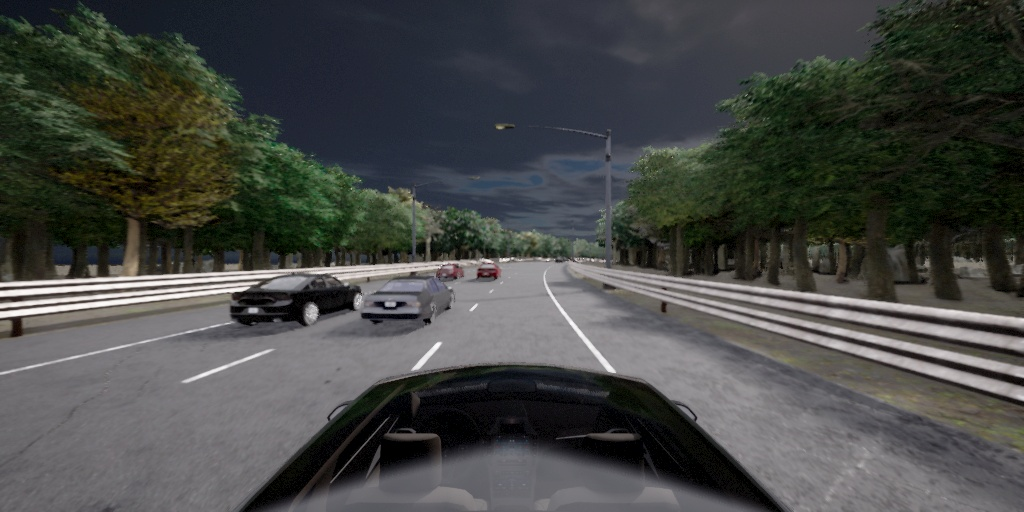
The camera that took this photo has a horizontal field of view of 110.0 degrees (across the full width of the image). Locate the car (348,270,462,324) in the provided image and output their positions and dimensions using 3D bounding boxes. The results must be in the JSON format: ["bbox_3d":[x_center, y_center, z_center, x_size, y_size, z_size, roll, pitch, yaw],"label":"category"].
[{"bbox_3d":[-3.252,1.379,12.244,2.033,1.411,5.357,0,0,1],"label":"car"}]

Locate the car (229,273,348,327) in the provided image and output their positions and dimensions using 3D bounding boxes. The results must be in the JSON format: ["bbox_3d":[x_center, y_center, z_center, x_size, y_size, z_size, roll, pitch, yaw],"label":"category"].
[{"bbox_3d":[-6.743,1.298,11.904,1.882,1.535,5.008,0,0,1],"label":"car"}]

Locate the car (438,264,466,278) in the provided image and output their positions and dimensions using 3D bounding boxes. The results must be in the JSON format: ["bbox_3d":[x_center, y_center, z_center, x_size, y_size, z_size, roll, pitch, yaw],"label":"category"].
[{"bbox_3d":[-5.652,1.450,33.214,1.812,1.442,4.674,0,0,4],"label":"car"}]

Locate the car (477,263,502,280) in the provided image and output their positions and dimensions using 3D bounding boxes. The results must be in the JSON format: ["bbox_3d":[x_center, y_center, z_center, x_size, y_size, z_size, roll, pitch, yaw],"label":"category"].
[{"bbox_3d":[-2.096,1.408,33.816,1.882,1.535,5.008,0,0,4],"label":"car"}]
